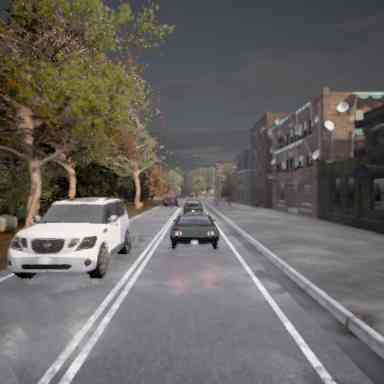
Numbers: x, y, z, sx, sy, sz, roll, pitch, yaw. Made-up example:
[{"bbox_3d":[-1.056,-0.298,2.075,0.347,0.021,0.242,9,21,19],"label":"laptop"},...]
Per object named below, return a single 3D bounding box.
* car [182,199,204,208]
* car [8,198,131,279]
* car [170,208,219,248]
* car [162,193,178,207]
[{"bbox_3d":[0.103,1.485,32.575,1.837,1.490,4.892,0,0,0],"label":"car"},{"bbox_3d":[-3.350,1.219,10.364,2.150,2.045,5.566,0,0,0],"label":"car"},{"bbox_3d":[0.102,1.596,14.725,1.895,1.301,4.718,0,0,0],"label":"car"},{"bbox_3d":[-3.334,1.199,51.759,2.150,2.045,5.566,0,0,0],"label":"car"}]
